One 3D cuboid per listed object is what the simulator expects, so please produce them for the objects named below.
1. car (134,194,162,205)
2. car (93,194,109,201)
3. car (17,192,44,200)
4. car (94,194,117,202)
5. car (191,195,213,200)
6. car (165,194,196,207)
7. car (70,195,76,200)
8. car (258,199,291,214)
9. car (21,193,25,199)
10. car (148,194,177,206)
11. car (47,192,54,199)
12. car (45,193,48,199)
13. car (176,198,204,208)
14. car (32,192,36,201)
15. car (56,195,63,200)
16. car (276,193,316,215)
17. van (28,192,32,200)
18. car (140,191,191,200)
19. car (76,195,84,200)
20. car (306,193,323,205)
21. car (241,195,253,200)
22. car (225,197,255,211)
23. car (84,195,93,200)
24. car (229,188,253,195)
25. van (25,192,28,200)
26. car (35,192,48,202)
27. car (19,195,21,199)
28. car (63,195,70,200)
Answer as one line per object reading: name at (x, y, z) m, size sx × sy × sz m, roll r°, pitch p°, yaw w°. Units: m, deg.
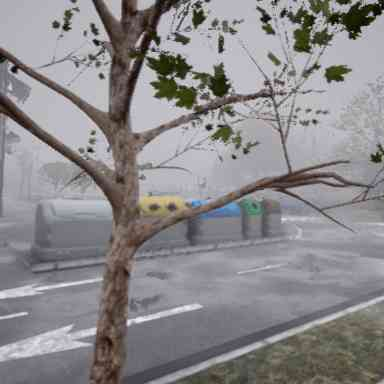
car at (-8.885, 1.542, 67.725) m, size 2.435 × 2.045 × 5.566 m, roll 1°, pitch -2°, yaw 35°
car at (-8.039, 1.083, 36.696) m, size 2.185 × 1.767 × 4.553 m, roll 0°, pitch -1°, yaw 35°
car at (-40.090, 0.987, 82.872) m, size 2.435 × 2.045 × 5.566 m, roll 1°, pitch -1°, yaw 35°
car at (-22.686, 1.553, 87.586) m, size 2.435 × 2.045 × 5.566 m, roll 1°, pitch -2°, yaw 35°
car at (1.429, 1.528, 52.781) m, size 2.435 × 2.045 × 5.566 m, roll 1°, pitch -2°, yaw 35°
car at (-1.986, 1.534, 57.796) m, size 2.435 × 2.045 × 5.566 m, roll 1°, pitch -2°, yaw 35°
car at (-13.095, 1.244, 43.983) m, size 2.163 × 1.488 × 4.792 m, roll 1°, pitch -1°, yaw 35°
car at (10.059, 1.771, 40.392) m, size 2.231 × 1.521 × 4.892 m, roll 1°, pitch -2°, yaw 35°
car at (-35.010, 0.985, 75.633) m, size 2.435 × 2.045 × 5.566 m, roll 0°, pitch -1°, yaw 35°
car at (-5.476, 1.535, 62.711) m, size 2.435 × 2.045 × 5.566 m, roll 1°, pitch -2°, yaw 35°
car at (-19.933, 1.216, 53.576) m, size 1.946 × 1.575 × 5.366 m, roll 1°, pitch -1°, yaw 35°
car at (-21.512, 1.254, 56.188) m, size 2.163 × 1.488 × 4.792 m, roll 0°, pitch -1°, yaw 35°
car at (-0.309, 1.810, 55.255) m, size 2.163 × 1.488 × 4.792 m, roll 1°, pitch -2°, yaw 35°
car at (-28.277, 1.232, 65.889) m, size 2.231 × 1.521 × 4.892 m, roll 1°, pitch -1°, yaw 35°
car at (-16.558, 1.212, 48.716) m, size 1.946 × 1.575 × 5.366 m, roll 1°, pitch -1°, yaw 35°
car at (11.794, 1.518, 37.940) m, size 2.435 × 2.045 × 5.566 m, roll 1°, pitch -2°, yaw 35°
van at (-31.710, 1.006, 70.648) m, size 1.878 × 1.987 × 4.442 m, roll 1°, pitch -1°, yaw 35°
car at (-2.963, 0.951, 29.405) m, size 2.435 × 2.045 × 5.566 m, roll 1°, pitch -1°, yaw 35°
car at (-11.394, 1.214, 41.574) m, size 2.231 × 1.521 × 4.892 m, roll 0°, pitch -1°, yaw 35°
car at (15.326, 0.893, 44.875) m, size 1.812 × 1.442 × 4.674 m, roll 2°, pitch 3°, yaw -34°
car at (8.315, 1.645, 42.850) m, size 2.185 × 1.767 × 4.553 m, roll 1°, pitch -2°, yaw 35°
car at (6.631, 1.650, 45.380) m, size 2.185 × 1.767 × 4.553 m, roll 1°, pitch -2°, yaw 35°
car at (-9.608, 1.211, 39.304) m, size 1.946 × 1.575 × 5.366 m, roll 0°, pitch -1°, yaw 35°
car at (8.106, 0.007, 55.421) m, size 1.812 × 1.442 × 4.674 m, roll 2°, pitch 3°, yaw -34°
van at (-33.397, 1.007, 73.079) m, size 1.878 × 1.987 × 4.442 m, roll 1°, pitch -1°, yaw 35°
car at (-26.602, 1.103, 63.430) m, size 2.185 × 1.767 × 4.553 m, roll 0°, pitch -1°, yaw 35°
car at (-36.697, 0.986, 78.065) m, size 2.435 × 2.045 × 5.566 m, roll 0°, pitch -1°, yaw 35°
car at (-14.764, 1.216, 46.436) m, size 2.097 × 1.535 × 5.008 m, roll 0°, pitch -1°, yaw 35°
